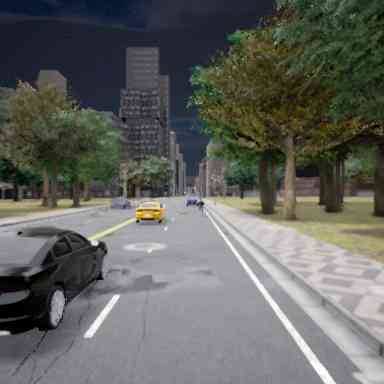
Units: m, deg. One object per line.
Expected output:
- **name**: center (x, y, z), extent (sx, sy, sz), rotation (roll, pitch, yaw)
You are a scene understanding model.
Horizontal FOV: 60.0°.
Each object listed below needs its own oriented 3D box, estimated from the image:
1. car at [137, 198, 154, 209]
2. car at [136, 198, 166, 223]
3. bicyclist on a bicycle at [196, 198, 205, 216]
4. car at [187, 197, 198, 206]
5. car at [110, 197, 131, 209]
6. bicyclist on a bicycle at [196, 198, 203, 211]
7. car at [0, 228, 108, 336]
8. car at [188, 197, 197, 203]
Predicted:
- **car**: center (-6.561, 1.649, 47.641), extent (1.812, 1.442, 4.674), rotation (0, 0, 0)
- **car**: center (-3.142, 1.527, 26.046), extent (1.882, 1.535, 5.008), rotation (0, 0, 0)
- **bicyclist on a bicycle**: center (0.902, 1.438, 31.760), extent (0.659, 1.776, 1.843), rotation (0, 0, 0)
- **car**: center (0.079, 1.645, 57.620), extent (1.882, 1.535, 5.008), rotation (0, 0, 0)
- **car**: center (-9.814, 1.469, 46.037), extent (2.097, 1.767, 4.553), rotation (0, 0, 0)
- **bicyclist on a bicycle**: center (0.905, 1.535, 41.131), extent (0.866, 1.612, 1.509), rotation (0, 0, 0)
- **car**: center (-3.147, 1.483, 6.898), extent (1.882, 1.535, 5.008), rotation (0, 0, 0)
- **car**: center (0.020, 1.811, 75.011), extent (1.994, 1.385, 4.181), rotation (0, 0, 0)
